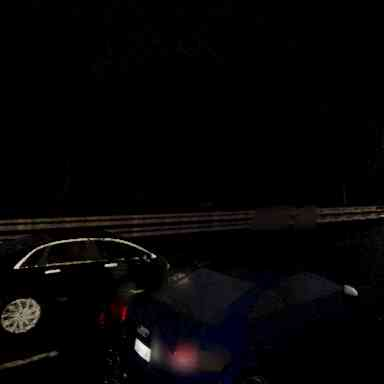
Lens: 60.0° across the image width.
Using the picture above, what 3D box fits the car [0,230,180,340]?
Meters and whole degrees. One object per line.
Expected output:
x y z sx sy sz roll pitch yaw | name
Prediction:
-1.991 1.521 6.623 4.892 1.490 1.837 0 0 -35 | car

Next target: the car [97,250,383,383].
1.129 1.590 4.548 4.181 1.385 1.994 1 0 -35 | car
